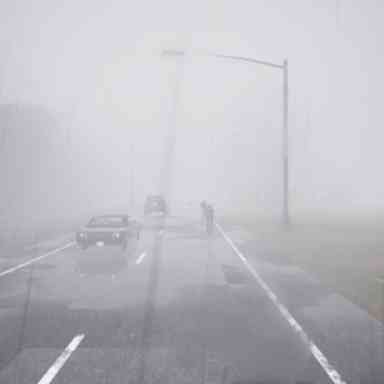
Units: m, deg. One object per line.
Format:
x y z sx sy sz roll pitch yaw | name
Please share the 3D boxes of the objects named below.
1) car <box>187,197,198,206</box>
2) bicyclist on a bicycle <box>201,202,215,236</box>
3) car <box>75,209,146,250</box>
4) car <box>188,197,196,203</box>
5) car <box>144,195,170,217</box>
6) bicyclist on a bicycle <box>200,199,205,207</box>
0.091 1.695 56.697 1.994 1.385 4.181 0 0 0 | car
0.965 1.494 17.880 0.582 1.620 1.656 0 0 0 | bicyclist on a bicycle
-3.401 1.634 14.557 1.895 1.301 4.718 0 0 0 | car
0.001 1.769 74.222 1.895 1.301 4.718 0 0 0 | car
-3.401 1.297 32.927 2.150 2.045 5.566 0 0 0 | car
0.966 1.434 27.553 0.659 1.776 1.843 0 0 0 | bicyclist on a bicycle
